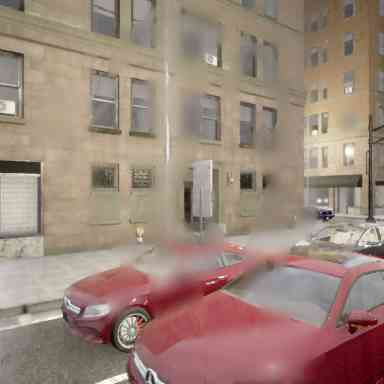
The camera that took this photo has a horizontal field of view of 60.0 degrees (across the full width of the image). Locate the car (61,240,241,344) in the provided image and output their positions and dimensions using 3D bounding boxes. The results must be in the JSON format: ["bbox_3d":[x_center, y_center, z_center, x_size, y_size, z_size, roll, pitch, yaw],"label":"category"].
[{"bbox_3d":[-0.145,1.582,6.076,4.206,1.307,1.802,0,0,-35],"label":"car"}]

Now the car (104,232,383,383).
[{"bbox_3d":[1.514,1.525,4.165,4.674,1.442,1.812,0,0,-36],"label":"car"}]

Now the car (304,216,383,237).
[{"bbox_3d":[4.486,1.550,9.367,4.403,1.369,2.008,0,0,-35],"label":"car"}]

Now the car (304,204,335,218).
[{"bbox_3d":[8.261,1.516,25.181,1.895,1.301,4.718,0,0,-35],"label":"car"}]
